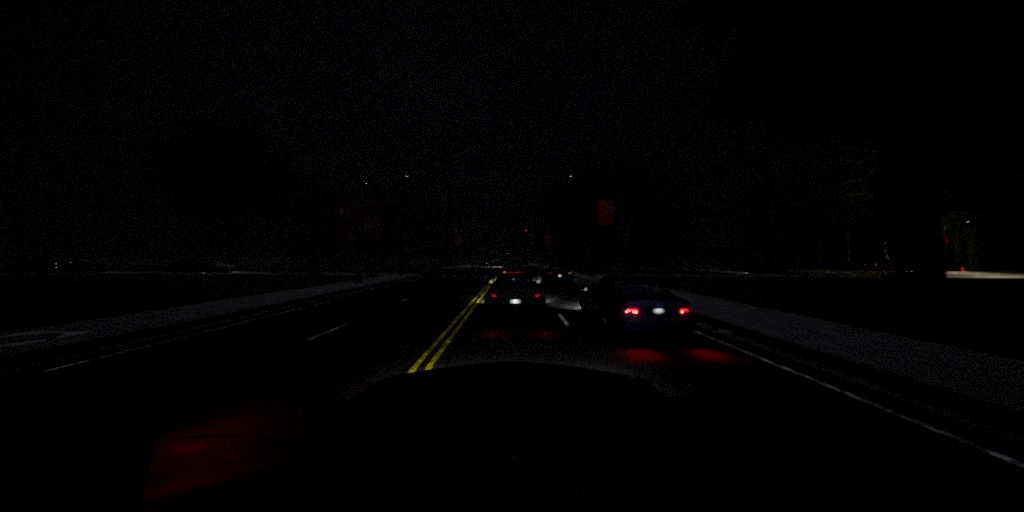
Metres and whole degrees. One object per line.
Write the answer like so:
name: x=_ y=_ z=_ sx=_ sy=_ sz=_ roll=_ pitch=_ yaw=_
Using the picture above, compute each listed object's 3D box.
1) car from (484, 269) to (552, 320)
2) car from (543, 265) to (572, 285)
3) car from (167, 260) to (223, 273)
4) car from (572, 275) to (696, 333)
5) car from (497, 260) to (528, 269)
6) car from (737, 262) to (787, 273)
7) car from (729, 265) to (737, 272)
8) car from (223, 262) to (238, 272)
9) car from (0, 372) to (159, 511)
car: x=0.098 y=1.326 z=12.675 sx=1.994 sy=1.385 sz=4.181 roll=0 pitch=0 yaw=0
car: x=3.346 y=1.362 z=27.051 sx=1.994 sy=1.385 sz=4.181 roll=0 pitch=0 yaw=0
car: x=-37.099 y=1.244 z=41.651 sx=4.892 sy=1.490 sz=1.837 roll=0 pitch=0 yaw=0
car: x=3.350 y=1.307 z=10.690 sx=2.033 sy=1.411 sz=5.357 roll=0 pitch=0 yaw=0
car: x=0.095 y=1.302 z=26.955 sx=1.837 sy=1.490 sz=4.892 roll=0 pitch=0 yaw=0
car: x=34.355 y=1.620 z=48.911 sx=5.357 sy=1.411 sz=2.033 roll=0 pitch=0 yaw=0
car: x=34.252 y=1.586 z=52.148 sx=4.892 sy=1.490 sz=1.837 roll=0 pitch=0 yaw=0
car: x=-37.033 y=1.274 z=44.910 sx=4.674 sy=1.442 sz=1.812 roll=0 pitch=0 yaw=0
car: x=-3.350 y=1.253 z=0.382 sx=1.837 sy=1.490 sz=4.892 roll=0 pitch=0 yaw=0
